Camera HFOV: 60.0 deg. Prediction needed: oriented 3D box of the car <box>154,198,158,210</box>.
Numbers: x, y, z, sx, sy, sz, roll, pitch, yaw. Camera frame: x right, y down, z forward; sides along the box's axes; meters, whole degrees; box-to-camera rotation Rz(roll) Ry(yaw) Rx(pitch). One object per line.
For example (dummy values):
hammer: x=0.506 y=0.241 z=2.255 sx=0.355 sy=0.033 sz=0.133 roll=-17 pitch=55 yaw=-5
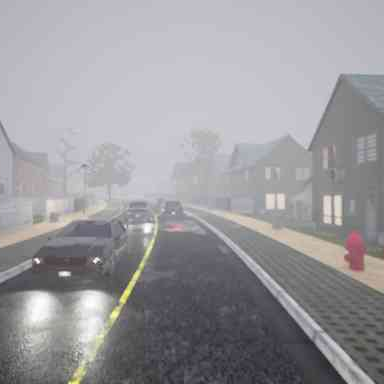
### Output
car: x=-3.732 y=1.382 z=40.937 sx=1.812 sy=1.442 sz=4.674 roll=0 pitch=0 yaw=-11

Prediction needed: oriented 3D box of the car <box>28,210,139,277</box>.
car: x=-3.080 y=1.517 z=10.405 sx=2.033 sy=1.411 sz=5.357 roll=0 pitch=0 yaw=-3

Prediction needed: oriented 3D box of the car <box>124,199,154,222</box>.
car: x=-4.114 y=1.441 z=25.798 sx=1.837 sy=1.490 sz=4.892 roll=0 pitch=0 yaw=-7

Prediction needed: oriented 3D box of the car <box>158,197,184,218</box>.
car: x=-1.779 y=1.422 z=29.156 sx=1.837 sy=1.490 sz=4.892 roll=0 pitch=1 yaw=-7

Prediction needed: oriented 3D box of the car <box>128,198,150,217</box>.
car: x=-4.816 y=1.392 z=30.683 sx=1.837 sy=1.490 sz=4.892 roll=0 pitch=0 yaw=-7
